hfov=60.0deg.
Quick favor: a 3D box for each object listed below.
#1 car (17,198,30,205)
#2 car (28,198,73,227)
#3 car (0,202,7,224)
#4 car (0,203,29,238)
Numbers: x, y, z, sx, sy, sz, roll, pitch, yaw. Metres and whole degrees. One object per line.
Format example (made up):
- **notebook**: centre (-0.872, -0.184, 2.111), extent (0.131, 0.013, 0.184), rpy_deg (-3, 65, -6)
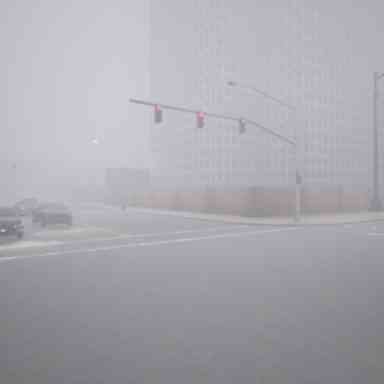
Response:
- **car**: centre (-14.941, 1.325, 30.549), extent (2.097, 1.767, 4.553), rpy_deg (0, 0, -34)
- **car**: centre (-9.678, 1.450, 22.896), extent (1.882, 1.535, 5.008), rpy_deg (0, 0, -35)
- **car**: centre (-15.407, 1.541, 25.044), extent (2.033, 1.411, 5.357), rpy_deg (0, 0, -35)
- **car**: centre (-9.881, 1.498, 17.018), extent (1.837, 1.490, 4.892), rpy_deg (0, 0, -35)
